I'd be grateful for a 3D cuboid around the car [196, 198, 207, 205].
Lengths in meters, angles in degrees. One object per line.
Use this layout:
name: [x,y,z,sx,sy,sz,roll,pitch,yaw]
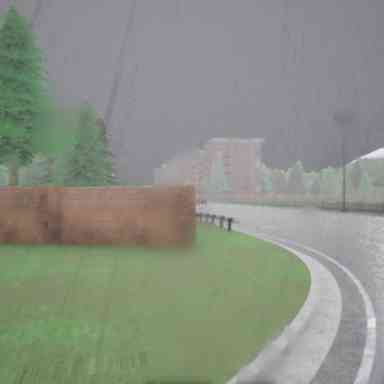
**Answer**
car: [2.124,2.156,76.154,1.837,1.490,4.892,0,-1,-15]
